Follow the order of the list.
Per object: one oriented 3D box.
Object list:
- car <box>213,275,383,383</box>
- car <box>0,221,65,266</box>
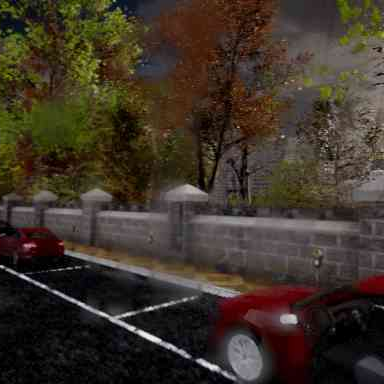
[{"bbox_3d":[2.457,1.704,3.768,1.882,1.535,5.008,4,-4,-45],"label":"car"},{"bbox_3d":[-6.583,2.057,13.359,1.802,1.307,4.206,4,-4,-45],"label":"car"}]
